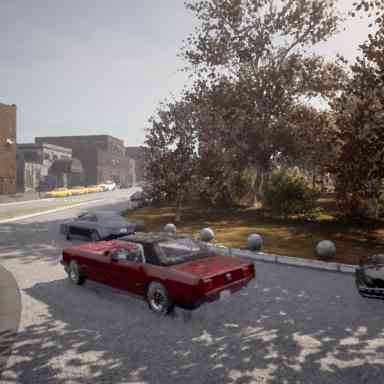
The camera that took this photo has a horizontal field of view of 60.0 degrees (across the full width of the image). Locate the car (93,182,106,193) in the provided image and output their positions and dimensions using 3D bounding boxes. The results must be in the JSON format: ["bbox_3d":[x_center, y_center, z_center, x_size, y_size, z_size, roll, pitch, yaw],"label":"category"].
[{"bbox_3d":[-18.814,-0.565,62.923,1.946,1.575,5.366,0,3,11],"label":"car"}]

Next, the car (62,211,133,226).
[{"bbox_3d":[-4.348,1.564,15.299,4.181,1.385,1.994,0,0,43],"label":"car"}]

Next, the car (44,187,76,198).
[{"bbox_3d":[-20.956,0.098,52.105,1.946,1.575,5.366,0,3,11],"label":"car"}]

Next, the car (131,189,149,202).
[{"bbox_3d":[-6.847,0.495,45.103,1.994,1.385,4.181,0,4,8],"label":"car"}]

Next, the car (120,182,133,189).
[{"bbox_3d":[-15.563,-1.542,79.433,2.163,1.488,4.792,0,3,11],"label":"car"}]

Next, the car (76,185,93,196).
[{"bbox_3d":[-19.880,-0.235,57.512,1.946,1.575,5.366,0,3,11],"label":"car"}]

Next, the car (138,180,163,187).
[{"bbox_3d":[-7.329,-0.740,60.270,2.150,2.045,5.566,0,3,12],"label":"car"}]

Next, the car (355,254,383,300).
[{"bbox_3d":[5.946,1.552,6.017,5.357,1.411,2.033,0,0,25],"label":"car"}]

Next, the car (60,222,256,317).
[{"bbox_3d":[-1.057,1.601,7.555,4.718,1.301,1.895,0,0,41],"label":"car"}]

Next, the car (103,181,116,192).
[{"bbox_3d":[-17.693,-1.161,68.597,2.435,2.045,5.566,0,3,11],"label":"car"}]
